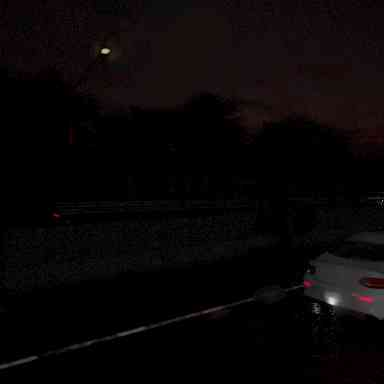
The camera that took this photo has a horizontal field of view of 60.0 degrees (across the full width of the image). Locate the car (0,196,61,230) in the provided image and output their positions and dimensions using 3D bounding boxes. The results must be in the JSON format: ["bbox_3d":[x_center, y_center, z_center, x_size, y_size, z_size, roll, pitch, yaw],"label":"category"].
[{"bbox_3d":[-8.825,1.217,14.893,5.566,2.045,2.150,0,0,-35],"label":"car"}]

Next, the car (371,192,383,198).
[{"bbox_3d":[24.929,1.022,43.228,5.566,2.045,2.150,0,0,-35],"label":"car"}]

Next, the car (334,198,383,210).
[{"bbox_3d":[13.274,1.441,26.349,5.357,1.411,2.033,0,0,-35],"label":"car"}]

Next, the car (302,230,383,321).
[{"bbox_3d":[4.146,1.499,6.701,4.674,1.442,1.812,0,0,-35],"label":"car"}]
